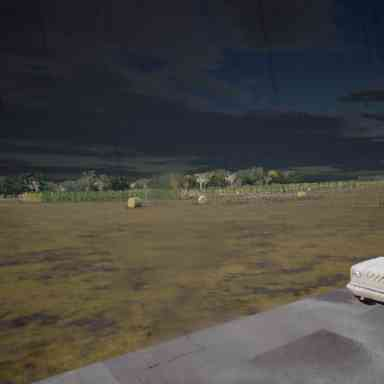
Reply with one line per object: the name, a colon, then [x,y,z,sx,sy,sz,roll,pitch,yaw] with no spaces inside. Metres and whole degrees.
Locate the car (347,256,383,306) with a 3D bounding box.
car: [5.235,1.597,6.850,4.718,1.301,1.895,0,0,-36]
